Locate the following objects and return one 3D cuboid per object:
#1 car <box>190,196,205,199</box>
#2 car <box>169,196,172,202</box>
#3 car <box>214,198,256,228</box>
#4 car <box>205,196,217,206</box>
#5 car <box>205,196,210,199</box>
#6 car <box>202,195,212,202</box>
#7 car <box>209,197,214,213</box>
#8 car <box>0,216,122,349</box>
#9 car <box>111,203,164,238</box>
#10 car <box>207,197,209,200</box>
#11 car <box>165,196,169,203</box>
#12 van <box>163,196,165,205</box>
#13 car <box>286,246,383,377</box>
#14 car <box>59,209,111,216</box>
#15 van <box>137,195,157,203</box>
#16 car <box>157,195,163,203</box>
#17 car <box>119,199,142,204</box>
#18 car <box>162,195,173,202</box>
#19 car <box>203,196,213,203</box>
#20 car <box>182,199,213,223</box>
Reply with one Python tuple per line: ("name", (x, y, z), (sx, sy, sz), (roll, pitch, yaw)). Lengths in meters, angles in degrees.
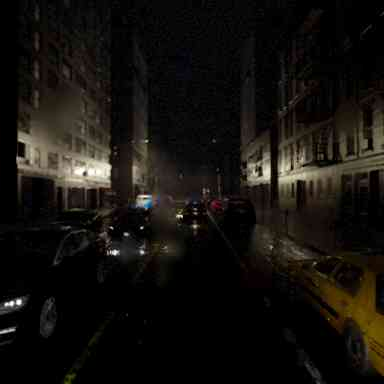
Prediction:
("car", (0.390, 1.417, 45.645), (1.882, 1.535, 5.008), (0, 0, 0))
("car", (-5.326, 1.451, 66.890), (2.008, 1.369, 4.403), (1, 0, 0))
("car", (2.913, 1.289, 21.960), (2.192, 1.841, 5.009), (1, 0, 0))
("car", (3.127, 1.467, 55.616), (1.887, 1.381, 4.507), (1, 0, 0))
("car", (3.091, 1.498, 50.007), (1.947, 1.339, 4.313), (1, 0, 0))
("car", (3.235, 1.434, 72.444), (1.887, 1.381, 4.507), (1, 0, 0))
("car", (2.982, 1.504, 33.179), (1.887, 1.381, 4.507), (1, 0, 0))
("car", (-3.054, 1.485, 6.529), (2.128, 1.511, 4.902), (0, 0, 1))
("car", (-2.929, 1.526, 17.671), (2.033, 1.411, 5.357), (0, 0, 1))
("car", (3.018, 1.533, 38.789), (1.802, 1.307, 4.206), (1, 0, 0))
("car", (-5.399, 1.473, 55.672), (2.008, 1.369, 4.403), (1, 0, 0))
("van", (-5.432, 1.273, 50.062), (1.690, 1.788, 3.998), (1, 0, 0))
("car", (2.803, 1.520, 5.303), (1.752, 1.417, 4.829), (1, 0, 0))
("car", (-5.651, 1.546, 16.407), (1.947, 1.339, 4.313), (1, 0, 0))
("van", (-5.504, 1.291, 38.844), (1.690, 1.788, 3.998), (1, 0, 0))
("car", (-5.469, 1.382, 44.454), (1.967, 1.590, 4.097), (1, 0, 0))
("car", (-5.579, 1.548, 27.625), (1.802, 1.307, 4.206), (1, 0, 0))
("car", (-5.290, 1.434, 72.499), (1.887, 1.381, 4.507), (1, 0, 0))
("car", (3.198, 1.483, 66.834), (1.802, 1.307, 4.206), (1, 0, 0))
("car", (0.252, 1.517, 25.190), (2.033, 1.411, 5.357), (0, 0, 0))
